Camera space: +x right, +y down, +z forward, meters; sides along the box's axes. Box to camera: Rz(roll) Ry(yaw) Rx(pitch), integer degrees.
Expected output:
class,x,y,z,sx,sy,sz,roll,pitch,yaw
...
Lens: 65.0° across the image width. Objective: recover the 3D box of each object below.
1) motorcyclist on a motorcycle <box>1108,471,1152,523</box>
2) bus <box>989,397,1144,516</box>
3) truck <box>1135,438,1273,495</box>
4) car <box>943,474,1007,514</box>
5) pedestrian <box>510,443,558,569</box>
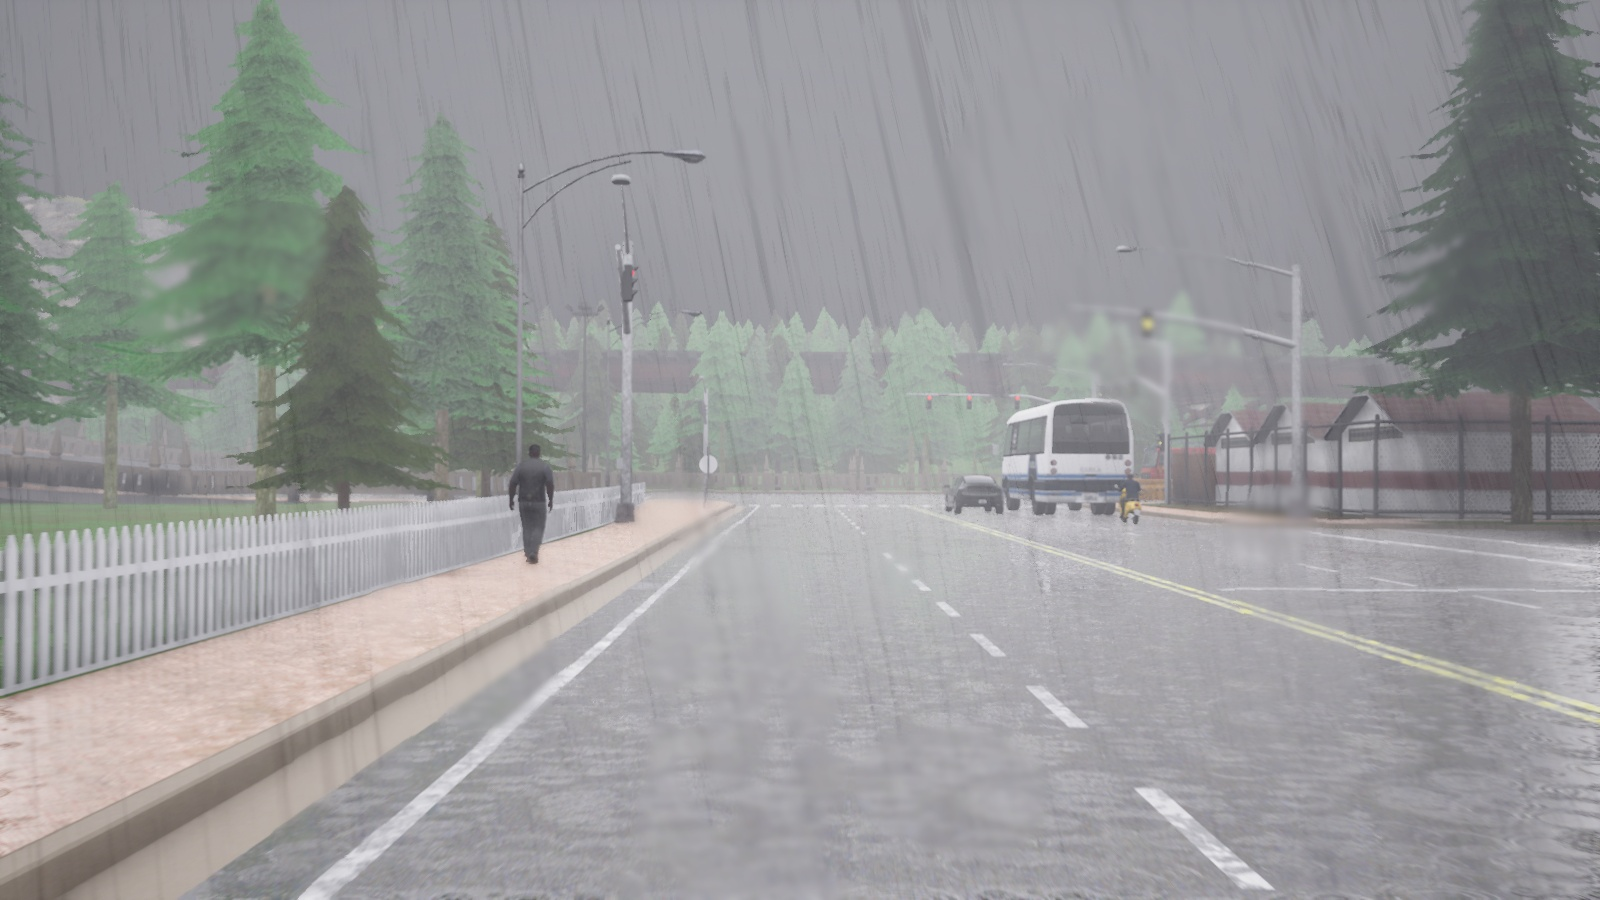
class,x,y,z,sx,sy,sz,roll,pitch,yaw
motorcyclist on a motorcycle,10.402,1.465,39.647,0.866,1.590,1.817,0,-1,0
bus,10.369,0.333,50.356,3.944,4.253,10.273,0,-1,0
truck,27.492,1.133,85.761,8.468,3.827,2.891,0,-1,-2
car,6.878,1.718,49.780,1.837,1.490,4.892,0,-1,0
pedestrian,-4.056,0.849,19.197,0.563,1.883,0.849,0,-1,0
